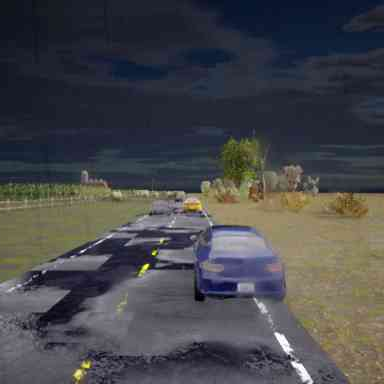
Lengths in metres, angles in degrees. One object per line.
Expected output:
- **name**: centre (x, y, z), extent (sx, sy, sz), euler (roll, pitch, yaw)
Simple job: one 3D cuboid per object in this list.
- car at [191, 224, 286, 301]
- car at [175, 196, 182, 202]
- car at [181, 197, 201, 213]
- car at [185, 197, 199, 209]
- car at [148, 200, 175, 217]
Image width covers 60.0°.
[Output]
- **car**: centre (0.951, 1.524, 8.174), extent (1.812, 1.442, 4.674), euler (0, 0, 0)
- **car**: centre (-2.855, 1.540, 73.366), extent (2.033, 1.411, 5.357), euler (0, 0, 0)
- **car**: centre (0.026, 1.469, 37.064), extent (1.882, 1.535, 5.008), euler (0, 0, 0)
- **car**: centre (-0.041, 1.467, 47.244), extent (1.882, 1.535, 5.008), euler (0, 0, 1)
- **car**: centre (-2.894, 1.498, 31.026), extent (1.837, 1.490, 4.892), euler (0, 0, 0)
